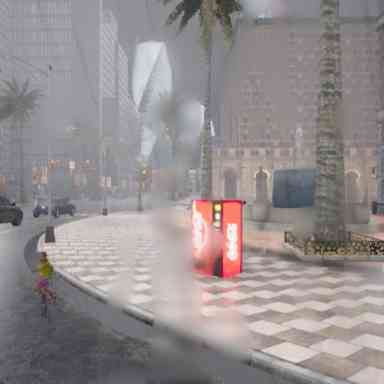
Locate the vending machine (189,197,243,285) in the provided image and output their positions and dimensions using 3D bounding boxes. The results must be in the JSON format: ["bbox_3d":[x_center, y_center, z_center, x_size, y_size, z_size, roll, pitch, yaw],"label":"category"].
[{"bbox_3d":[0.636,1.195,8.717,1.100,2.100,0.880,0,0,-43],"label":"vending machine"}]

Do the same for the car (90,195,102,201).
[{"bbox_3d":[-24.290,1.503,84.688,2.161,1.482,4.786,0,0,1],"label":"car"}]

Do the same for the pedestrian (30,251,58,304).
[{"bbox_3d":[-2.898,1.673,6.614,0.500,1.100,0.500,0,0,-42],"label":"pedestrian"}]

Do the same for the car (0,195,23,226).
[{"bbox_3d":[-12.147,1.214,19.950,2.150,2.045,5.566,0,-1,-8],"label":"car"}]

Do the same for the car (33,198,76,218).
[{"bbox_3d":[-12.436,1.348,30.360,2.097,1.767,4.553,0,0,5],"label":"car"}]
